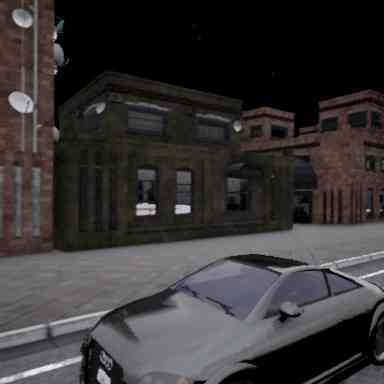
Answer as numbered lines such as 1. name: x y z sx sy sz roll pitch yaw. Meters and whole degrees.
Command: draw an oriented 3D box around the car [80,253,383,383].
1. car: 0.802 1.564 4.256 4.181 1.385 1.994 0 0 -35
